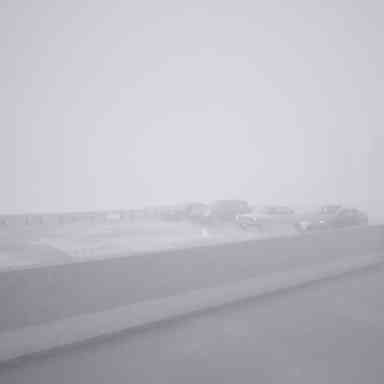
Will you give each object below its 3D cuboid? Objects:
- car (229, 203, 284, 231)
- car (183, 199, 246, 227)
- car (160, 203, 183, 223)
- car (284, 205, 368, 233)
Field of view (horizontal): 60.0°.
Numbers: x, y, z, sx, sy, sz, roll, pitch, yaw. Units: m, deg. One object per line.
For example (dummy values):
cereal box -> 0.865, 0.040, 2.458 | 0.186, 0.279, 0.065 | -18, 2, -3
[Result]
car -> 4.822, 1.559, 20.227 | 4.718, 1.301, 1.895 | 0, 0, -35
car -> 2.048, 1.312, 22.559 | 4.553, 1.767, 2.097 | 0, 0, -35
car -> -0.210, 1.487, 25.249 | 4.674, 1.442, 1.812 | 0, 0, -35
car -> 7.530, 1.449, 17.852 | 4.902, 1.511, 2.128 | 0, 0, -35
